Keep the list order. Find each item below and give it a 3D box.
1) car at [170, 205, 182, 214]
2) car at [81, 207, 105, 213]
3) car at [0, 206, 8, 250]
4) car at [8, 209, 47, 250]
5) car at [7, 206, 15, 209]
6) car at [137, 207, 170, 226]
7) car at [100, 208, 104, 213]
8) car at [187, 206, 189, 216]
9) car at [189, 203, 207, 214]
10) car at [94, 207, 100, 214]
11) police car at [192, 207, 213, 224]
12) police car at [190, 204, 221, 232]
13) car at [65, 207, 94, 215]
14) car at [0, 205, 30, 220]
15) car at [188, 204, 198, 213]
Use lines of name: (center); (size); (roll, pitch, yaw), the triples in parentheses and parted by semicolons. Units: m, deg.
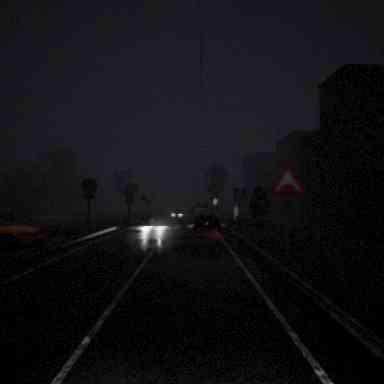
car: (-3.087, 3.939, 69.837); (1.895, 1.301, 4.718); (0, -2, 0)
car: (-21.773, 3.985, 73.368); (4.674, 1.452, 2.002); (0, -2, 0)
car: (-9.571, 1.508, 11.908); (4.553, 1.767, 2.185); (0, -1, 0)
car: (-9.369, 1.700, 14.823); (5.366, 1.575, 1.946); (0, -1, 0)
car: (-21.889, 2.465, 36.195); (4.674, 1.452, 2.002); (0, -2, 0)
car: (-3.317, 2.280, 29.673); (1.994, 1.385, 4.181); (0, -2, 0)
car: (-21.795, 3.816, 70.223); (5.008, 1.535, 2.097); (0, -2, 0)
car: (0.128, 3.451, 59.805); (1.837, 1.490, 4.892); (0, -2, 0)
car: (1.035, 2.368, 40.128); (2.150, 2.045, 5.566); (0, -2, 0)
car: (-21.797, 3.683, 66.953); (4.892, 1.521, 2.231); (0, -2, 0)
police car: (1.016, 2.326, 34.202); (1.930, 1.638, 5.238); (0, -2, 0)
police car: (0.992, 1.931, 24.198); (1.930, 1.638, 5.238); (0, -2, 0)
car: (-21.813, 3.588, 63.678); (4.674, 1.452, 2.002); (0, -2, 0)
car: (-21.949, 2.427, 39.369); (4.553, 1.767, 2.185); (0, -2, 0)
car: (0.180, 3.671, 74.852); (2.150, 2.045, 5.566); (0, -2, 0)
